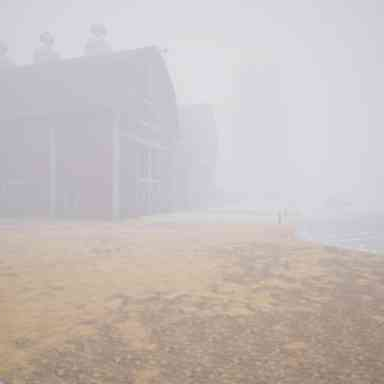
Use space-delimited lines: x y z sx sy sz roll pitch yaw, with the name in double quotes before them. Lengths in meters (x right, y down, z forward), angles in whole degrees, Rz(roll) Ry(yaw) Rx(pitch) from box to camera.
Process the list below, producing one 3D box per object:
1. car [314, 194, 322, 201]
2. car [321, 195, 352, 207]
"car" 33.720 1.485 84.295 3.988 1.617 1.851 0 0 19
"car" 23.255 1.586 52.985 4.181 1.381 1.994 0 0 19
